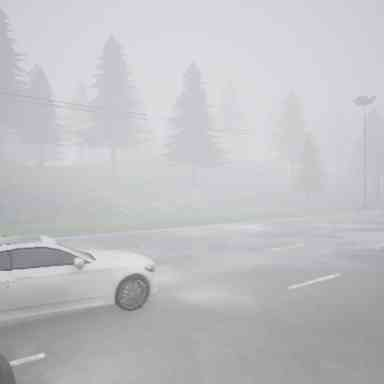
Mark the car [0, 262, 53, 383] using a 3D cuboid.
[{"bbox_3d":[-3.379,1.521,1.336,4.892,1.490,1.837,0,0,-36],"label":"car"}]

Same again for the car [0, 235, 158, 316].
[{"bbox_3d":[-2.872,1.518,5.999,4.674,1.442,1.812,0,0,-36],"label":"car"}]
